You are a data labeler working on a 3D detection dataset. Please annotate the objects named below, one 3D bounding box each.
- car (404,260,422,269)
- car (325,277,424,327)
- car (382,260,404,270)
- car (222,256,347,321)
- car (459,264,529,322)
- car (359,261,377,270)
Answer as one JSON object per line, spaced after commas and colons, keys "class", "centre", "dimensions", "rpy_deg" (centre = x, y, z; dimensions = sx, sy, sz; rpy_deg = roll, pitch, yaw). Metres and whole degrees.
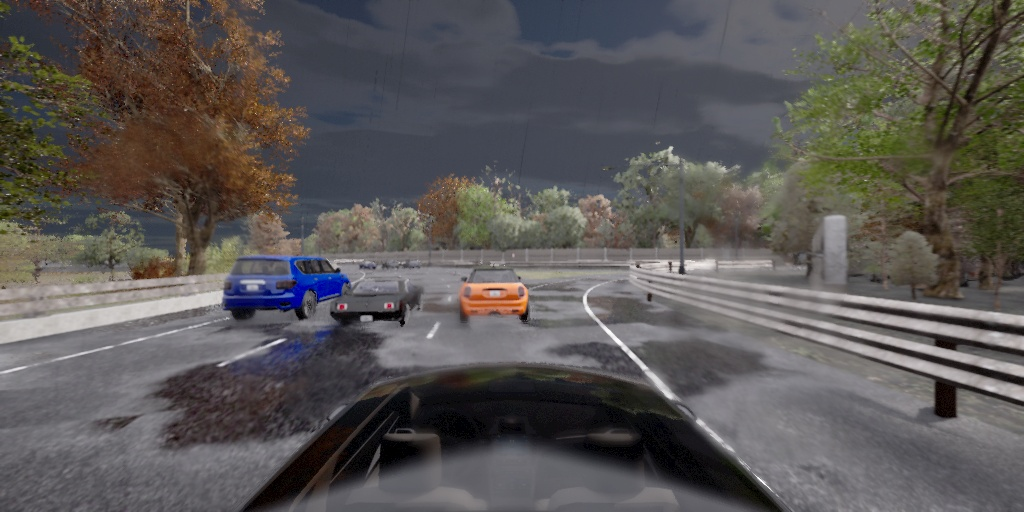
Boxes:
{"class": "car", "centre": [-16.789, 1.432, 60.120], "dimensions": [2.033, 1.411, 5.357], "rpy_deg": [0, 0, -34]}
{"class": "car", "centre": [-4.089, 1.378, 11.752], "dimensions": [1.895, 1.301, 4.718], "rpy_deg": [0, 0, -6]}
{"class": "car", "centre": [-19.768, 1.384, 58.282], "dimensions": [2.128, 1.511, 4.902], "rpy_deg": [0, 0, -34]}
{"class": "car", "centre": [-7.714, 1.013, 12.944], "dimensions": [2.150, 2.045, 5.566], "rpy_deg": [0, 0, -6]}
{"class": "car", "centre": [-0.700, 1.119, 12.565], "dimensions": [2.097, 1.767, 4.553], "rpy_deg": [0, 0, -5]}
{"class": "car", "centre": [-22.764, 1.502, 56.469], "dimensions": [1.895, 1.301, 4.718], "rpy_deg": [0, 0, -34]}
